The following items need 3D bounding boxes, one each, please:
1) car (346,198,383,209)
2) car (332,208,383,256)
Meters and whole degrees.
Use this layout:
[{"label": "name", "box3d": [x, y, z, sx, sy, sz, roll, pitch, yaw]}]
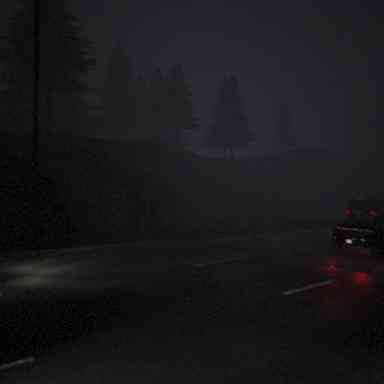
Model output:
[{"label": "car", "box3d": [11.759, 1.385, 20.704, 5.566, 2.045, 2.150, 1, 0, -35]}, {"label": "car", "box3d": [7.698, 1.598, 13.534, 4.902, 1.511, 2.128, 1, 0, -35]}]
